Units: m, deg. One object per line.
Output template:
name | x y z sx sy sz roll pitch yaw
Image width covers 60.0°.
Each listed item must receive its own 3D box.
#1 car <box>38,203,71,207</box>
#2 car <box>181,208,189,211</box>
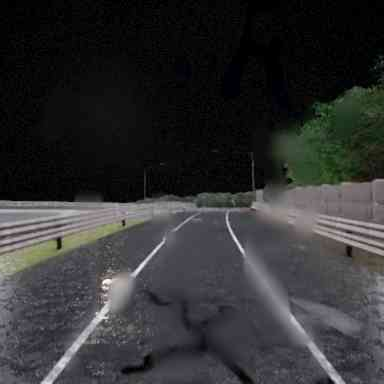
car | -23.692 2.399 57.464 5.357 1.411 2.033 2 -4 -30
car | -2.798 3.257 72.727 2.097 1.767 4.553 -4 -5 45
